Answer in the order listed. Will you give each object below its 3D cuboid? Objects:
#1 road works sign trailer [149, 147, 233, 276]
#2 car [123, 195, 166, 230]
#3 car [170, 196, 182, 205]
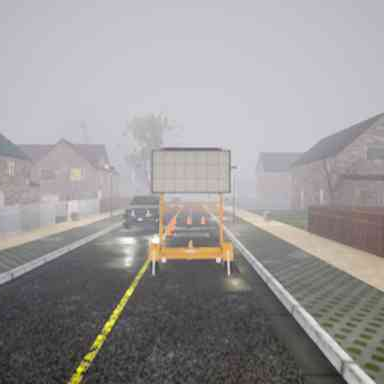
[{"bbox_3d":[-0.026,0.442,10.217,2.380,3.560,2.880,0,0,0],"label":"road works sign trailer"},{"bbox_3d":[-2.904,1.200,21.336,2.150,2.045,5.566,0,-1,0],"label":"car"},{"bbox_3d":[-2.963,1.574,62.206,1.882,1.535,5.008,0,0,0],"label":"car"}]
